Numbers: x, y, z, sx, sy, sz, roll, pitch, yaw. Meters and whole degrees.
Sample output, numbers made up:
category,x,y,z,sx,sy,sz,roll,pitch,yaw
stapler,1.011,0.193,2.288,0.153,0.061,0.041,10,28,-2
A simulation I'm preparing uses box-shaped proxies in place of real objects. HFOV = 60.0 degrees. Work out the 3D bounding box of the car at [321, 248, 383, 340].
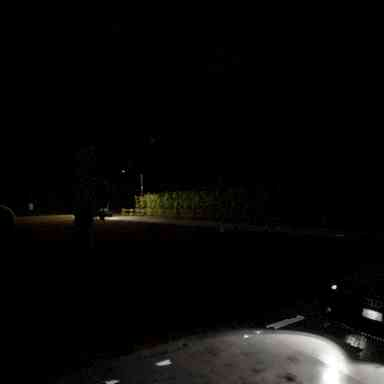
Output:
category,x,y,z,sx,sy,sz,roll,pitch,yaw
car,4.225,1.603,5.955,4.181,1.385,1.994,0,0,-35

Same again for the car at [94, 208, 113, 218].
category,x,y,z,sx,sy,sz,roll,pitch,yaw
car,-14.244,3.340,53.119,2.128,1.511,4.902,2,-3,-35
